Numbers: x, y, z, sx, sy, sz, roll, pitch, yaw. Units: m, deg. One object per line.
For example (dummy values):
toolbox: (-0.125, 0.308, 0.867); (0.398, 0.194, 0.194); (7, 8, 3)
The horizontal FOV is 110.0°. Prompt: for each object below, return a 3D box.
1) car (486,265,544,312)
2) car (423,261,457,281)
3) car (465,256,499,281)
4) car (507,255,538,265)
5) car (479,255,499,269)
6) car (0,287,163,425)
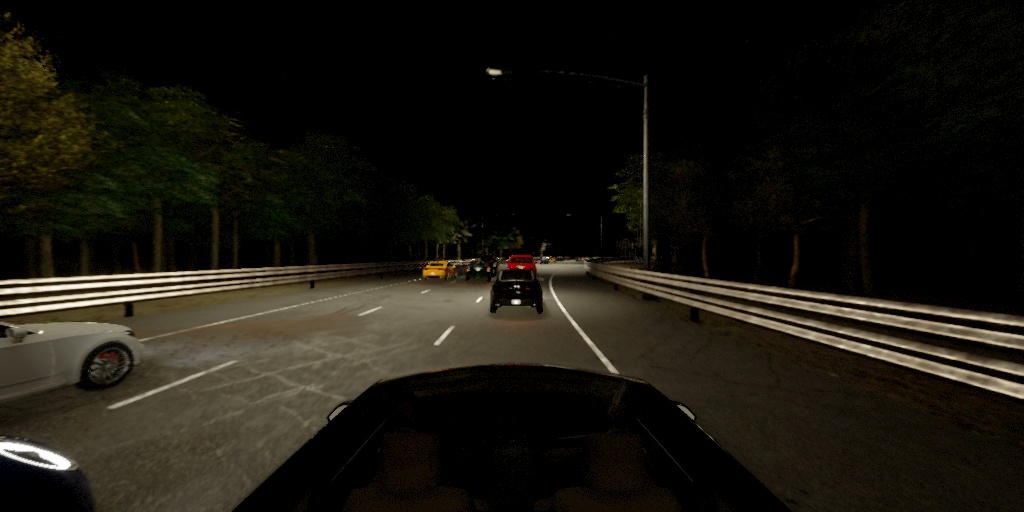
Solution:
car: (0.204, 1.256, 14.186); (1.837, 1.490, 4.892); (0, 0, 2)
car: (-5.994, 1.214, 30.383); (1.882, 1.535, 5.008); (0, 0, 4)
car: (-2.477, 1.099, 29.917); (2.097, 1.767, 4.553); (0, 0, 4)
car: (0.779, 0.973, 27.400); (2.150, 2.045, 5.566); (0, 0, 3)
car: (-3.528, 0.947, 56.923); (2.150, 2.045, 5.566); (0, 0, 8)
car: (-6.921, 1.262, 3.827); (1.812, 1.442, 4.674); (0, 0, 1)
